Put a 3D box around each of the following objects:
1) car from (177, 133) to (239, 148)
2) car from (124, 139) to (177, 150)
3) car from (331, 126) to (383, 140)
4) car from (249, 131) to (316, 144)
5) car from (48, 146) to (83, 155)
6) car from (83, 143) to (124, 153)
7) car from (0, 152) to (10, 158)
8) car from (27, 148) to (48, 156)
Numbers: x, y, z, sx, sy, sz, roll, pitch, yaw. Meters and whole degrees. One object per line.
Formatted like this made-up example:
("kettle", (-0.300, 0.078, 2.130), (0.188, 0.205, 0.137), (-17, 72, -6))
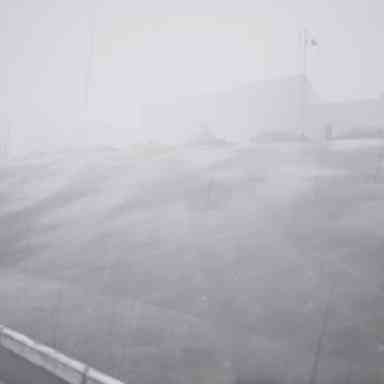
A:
("car", (1.527, -3.885, 26.622), (4.553, 1.767, 2.185), (2, 1, 31))
("car", (-3.228, -3.898, 29.436), (5.008, 1.535, 2.097), (2, 1, 32))
("car", (11.384, -3.439, 21.220), (4.674, 1.452, 2.002), (2, 1, 28))
("car", (6.520, -3.587, 23.825), (4.792, 1.488, 2.163), (2, 1, 29))
("car", (-12.588, -4.170, 35.389), (4.892, 1.521, 2.231), (1, 1, 34))
("car", (-7.941, -3.997, 32.363), (4.674, 1.452, 2.002), (2, 1, 33))
("car", (-26.198, -4.616, 44.639), (4.553, 1.767, 2.185), (1, 1, 34))
("car", (-17.156, -4.286, 38.486), (4.892, 1.521, 2.231), (1, 1, 34))
